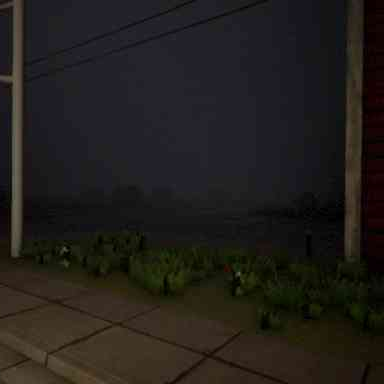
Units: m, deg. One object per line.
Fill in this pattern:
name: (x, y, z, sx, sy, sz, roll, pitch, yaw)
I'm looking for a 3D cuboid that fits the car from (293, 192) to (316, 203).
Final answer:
car: (15.276, 0.944, 45.201, 1.905, 1.878, 3.866, -5, -1, -8)
